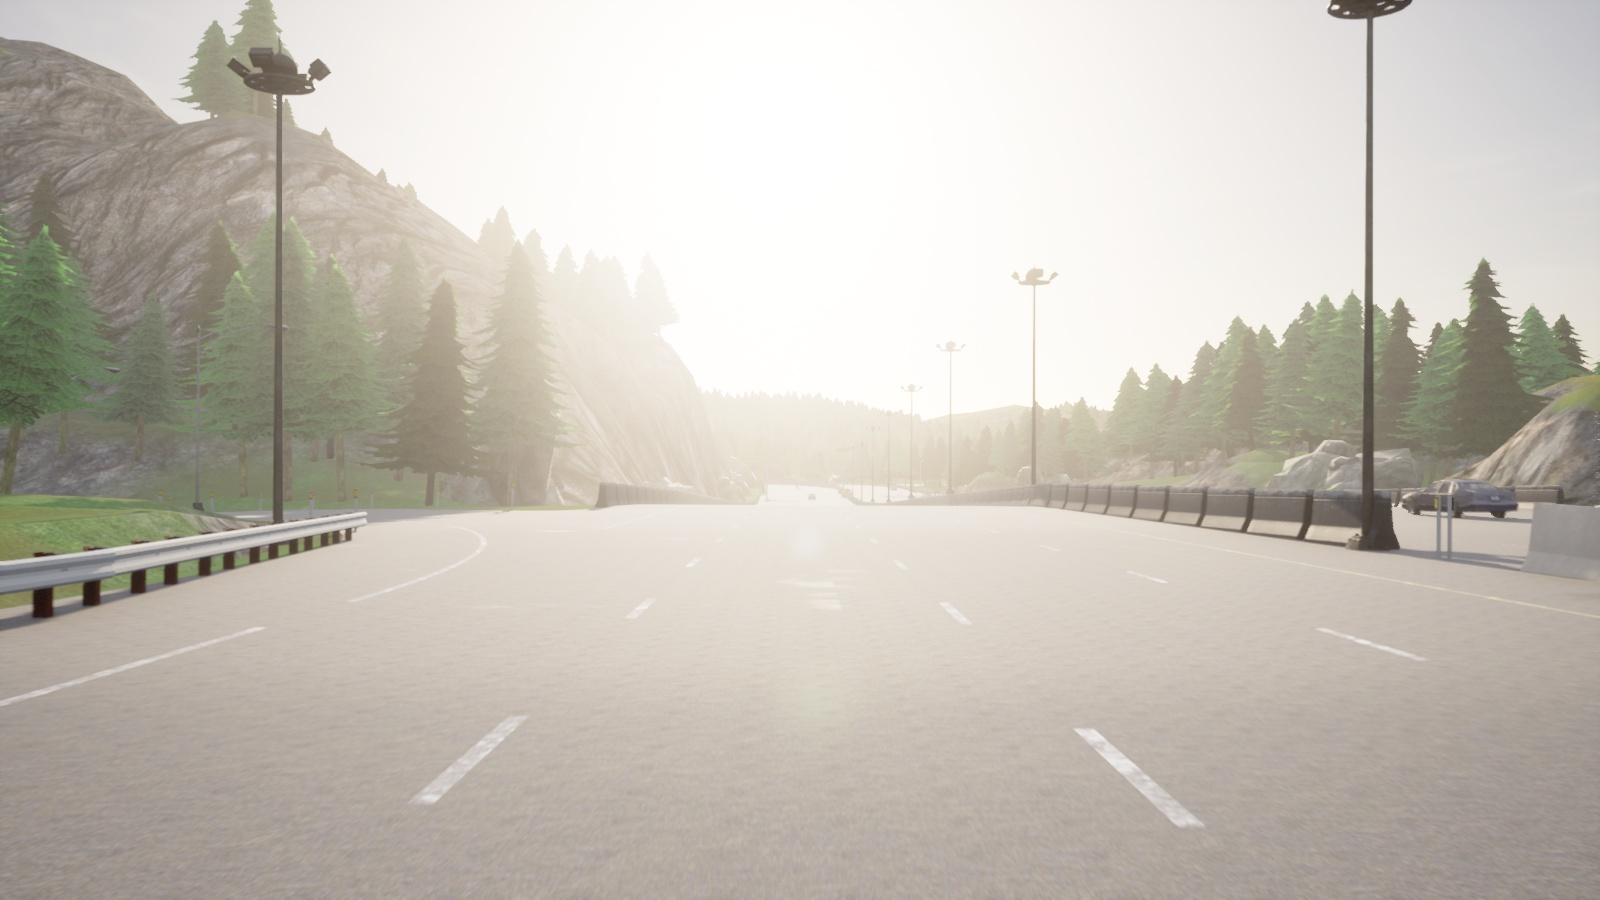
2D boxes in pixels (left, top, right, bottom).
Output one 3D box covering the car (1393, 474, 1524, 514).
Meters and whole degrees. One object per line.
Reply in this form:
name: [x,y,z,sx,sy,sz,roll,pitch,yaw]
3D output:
car: [24.389,1.593,46.772,2.033,1.411,5.357,0,-1,0]
